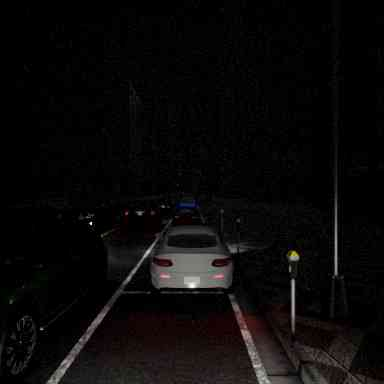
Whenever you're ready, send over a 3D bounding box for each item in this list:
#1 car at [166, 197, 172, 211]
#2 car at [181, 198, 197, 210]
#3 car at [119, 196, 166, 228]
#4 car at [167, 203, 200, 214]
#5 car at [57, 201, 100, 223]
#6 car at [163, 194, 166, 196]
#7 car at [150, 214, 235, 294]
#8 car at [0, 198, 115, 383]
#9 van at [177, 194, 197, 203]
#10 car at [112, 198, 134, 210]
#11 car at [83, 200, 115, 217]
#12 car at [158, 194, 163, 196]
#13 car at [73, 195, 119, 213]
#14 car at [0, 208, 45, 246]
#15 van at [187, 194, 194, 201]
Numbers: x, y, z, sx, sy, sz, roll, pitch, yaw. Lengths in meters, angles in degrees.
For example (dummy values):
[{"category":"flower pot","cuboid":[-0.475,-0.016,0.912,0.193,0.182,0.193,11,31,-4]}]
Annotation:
[{"category":"car","cuboid":[-3.046,1.552,36.514,2.033,1.411,5.357,0,0,0]},{"category":"car","cuboid":[-0.367,1.550,43.337,1.887,1.381,4.507,0,0,0]},{"category":"car","cuboid":[-3.145,1.353,22.160,2.097,1.767,4.553,0,0,0]},{"category":"car","cuboid":[-0.370,1.584,21.237,1.802,1.307,4.206,0,0,0]},{"category":"car","cuboid":[-8.918,1.528,26.609,1.752,1.417,4.829,0,0,0]},{"category":"car","cuboid":[-8.906,1.586,92.029,1.887,1.381,4.507,0,0,0]},{"category":"car","cuboid":[0.003,1.526,8.650,1.812,1.442,4.674,0,0,0]},{"category":"car","cuboid":[-3.047,1.221,5.453,2.150,2.045,5.566,0,0,0]},{"category":"van","cuboid":[-0.368,1.344,32.287,1.690,1.788,3.998,0,0,0]},{"category":"car","cuboid":[-8.922,1.550,43.355,1.887,1.381,4.507,0,0,0]},{"category":"car","cuboid":[-8.919,1.548,32.304,1.887,1.381,4.507,0,0,0]},{"category":"car","cuboid":[-8.912,1.555,81.278,1.752,1.417,4.829,0,0,0]},{"category":"car","cuboid":[-6.245,1.223,20.110,2.150,2.045,5.566,0,0,0]},{"category":"car","cuboid":[-8.916,1.546,15.728,1.887,1.381,4.507,0,0,0]},{"category":"van","cuboid":[-0.380,1.376,86.847,1.690,1.788,3.998,0,0,0]}]
